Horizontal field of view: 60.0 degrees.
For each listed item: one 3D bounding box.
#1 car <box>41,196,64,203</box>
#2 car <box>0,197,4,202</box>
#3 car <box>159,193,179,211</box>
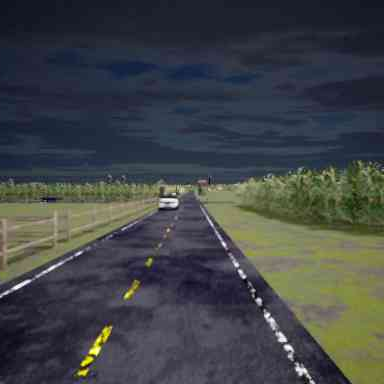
[{"bbox_3d":[-27.760,1.401,66.270,4.181,1.385,1.994,0,1,-1],"label":"car"},{"bbox_3d":[-39.991,1.331,66.061,4.902,1.511,2.128,0,1,-1],"label":"car"},{"bbox_3d":[-2.835,1.199,41.248,2.150,2.045,5.566,0,0,0],"label":"car"}]
